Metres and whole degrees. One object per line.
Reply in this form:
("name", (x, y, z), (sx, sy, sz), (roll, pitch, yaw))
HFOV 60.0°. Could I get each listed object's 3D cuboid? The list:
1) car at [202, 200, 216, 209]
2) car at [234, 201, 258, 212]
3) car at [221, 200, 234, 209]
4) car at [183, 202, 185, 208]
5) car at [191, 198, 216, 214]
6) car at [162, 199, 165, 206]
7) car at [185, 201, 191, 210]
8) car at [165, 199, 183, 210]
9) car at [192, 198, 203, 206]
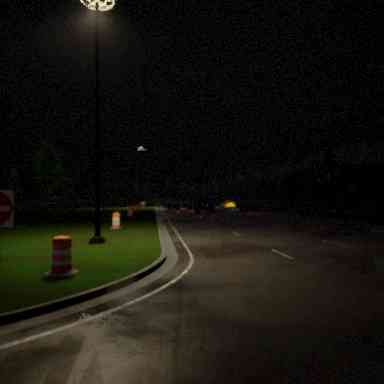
("car", (3.144, 2.294, 61.894), (1.882, 1.535, 5.008), (0, -1, -7))
("car", (8.257, 2.092, 48.951), (2.128, 1.511, 4.902), (0, -1, -7))
("car", (6.665, 2.266, 61.898), (1.882, 1.535, 5.008), (0, -1, -7))
("car", (-0.859, 2.468, 66.051), (1.994, 1.385, 4.181), (0, -1, -7))
("car", (1.670, 1.822, 45.060), (2.150, 2.045, 5.566), (0, -1, -7))
("car", (-4.637, 2.511, 68.266), (2.033, 1.411, 5.357), (0, -1, -7))
("car", (0.406, 2.232, 55.703), (1.882, 1.535, 5.008), (0, -1, -7))
("car", (-3.086, 2.306, 55.640), (1.812, 1.442, 4.674), (0, -1, -8))
("car", (1.257, 2.407, 78.255), (2.097, 1.767, 4.553), (0, -1, -7))
